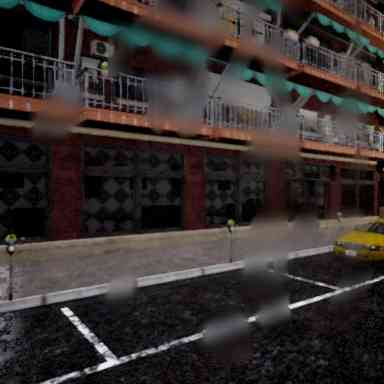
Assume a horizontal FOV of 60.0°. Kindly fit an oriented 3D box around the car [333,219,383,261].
[{"bbox_3d":[6.708,1.497,11.335,4.829,1.417,1.752,0,1,-35],"label":"car"}]
